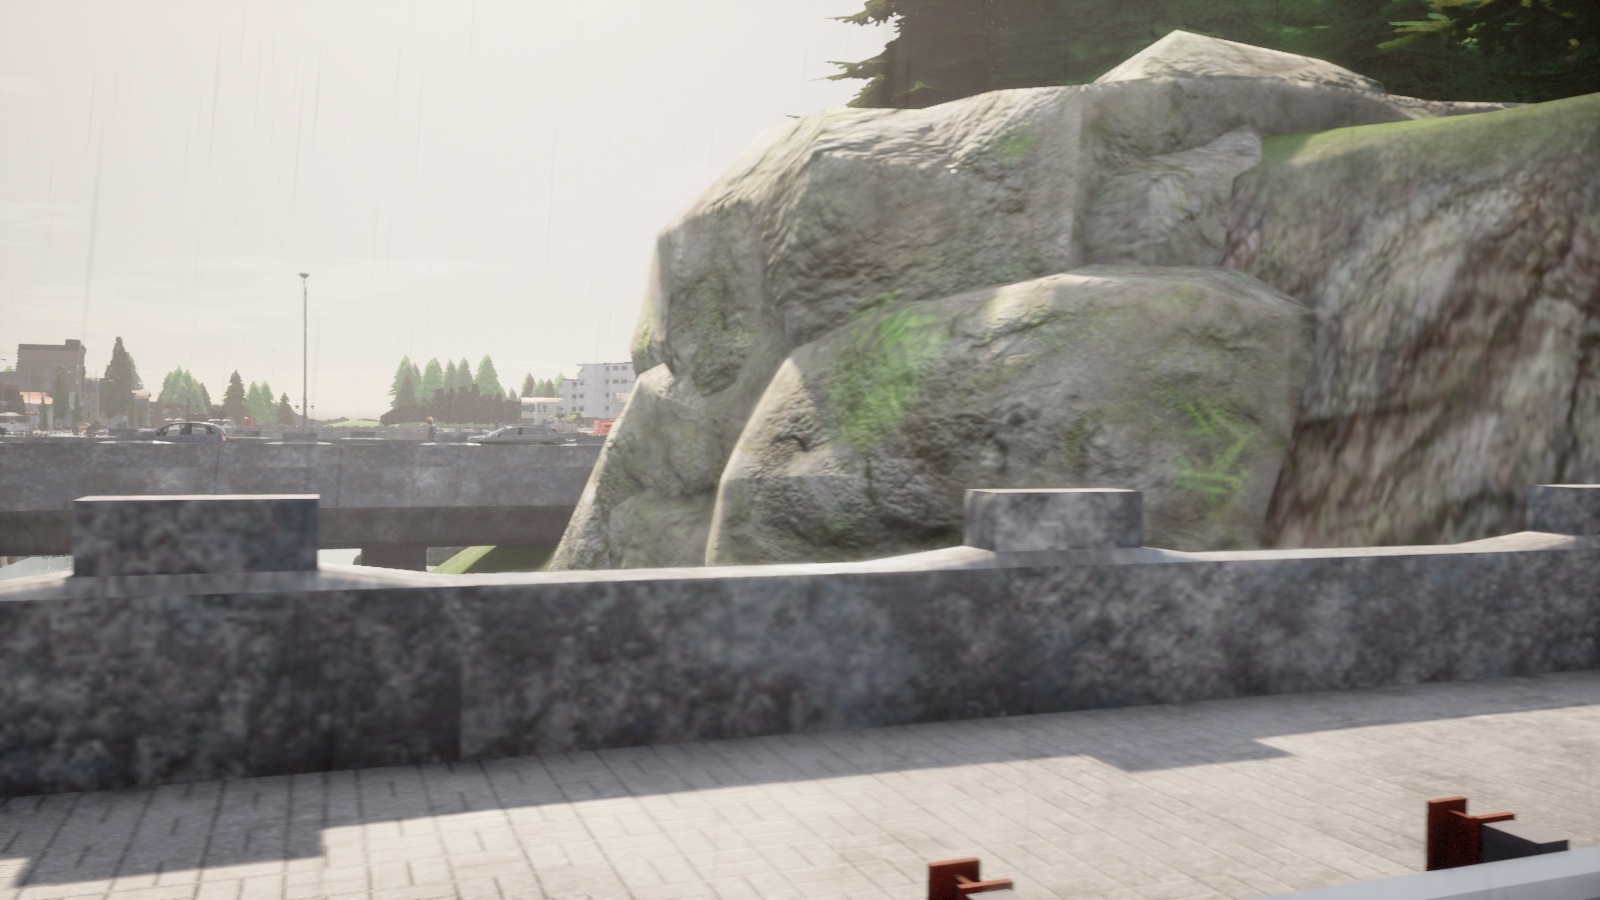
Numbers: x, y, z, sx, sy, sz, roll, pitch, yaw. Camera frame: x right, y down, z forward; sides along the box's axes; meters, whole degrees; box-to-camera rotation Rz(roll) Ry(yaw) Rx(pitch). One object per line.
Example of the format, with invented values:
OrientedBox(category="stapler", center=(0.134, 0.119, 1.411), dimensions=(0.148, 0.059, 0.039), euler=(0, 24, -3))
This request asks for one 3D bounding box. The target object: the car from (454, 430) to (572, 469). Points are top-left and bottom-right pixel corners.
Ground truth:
OrientedBox(category="car", center=(-12.836, -0.046, 56.119), dimensions=(4.856, 1.649, 2.033), euler=(-1, 1, -21))

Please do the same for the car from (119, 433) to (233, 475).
OrientedBox(category="car", center=(-25.448, 0.136, 51.346), dimensions=(3.988, 1.617, 1.851), euler=(-1, 1, -21))

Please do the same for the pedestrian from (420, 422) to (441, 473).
OrientedBox(category="pedestrian", center=(-13.544, -0.095, 46.059), dimensions=(0.706, 1.836, 0.354), euler=(-1, 1, -17))
